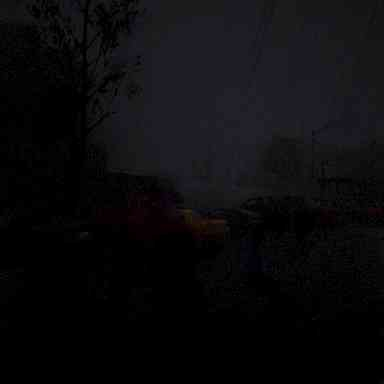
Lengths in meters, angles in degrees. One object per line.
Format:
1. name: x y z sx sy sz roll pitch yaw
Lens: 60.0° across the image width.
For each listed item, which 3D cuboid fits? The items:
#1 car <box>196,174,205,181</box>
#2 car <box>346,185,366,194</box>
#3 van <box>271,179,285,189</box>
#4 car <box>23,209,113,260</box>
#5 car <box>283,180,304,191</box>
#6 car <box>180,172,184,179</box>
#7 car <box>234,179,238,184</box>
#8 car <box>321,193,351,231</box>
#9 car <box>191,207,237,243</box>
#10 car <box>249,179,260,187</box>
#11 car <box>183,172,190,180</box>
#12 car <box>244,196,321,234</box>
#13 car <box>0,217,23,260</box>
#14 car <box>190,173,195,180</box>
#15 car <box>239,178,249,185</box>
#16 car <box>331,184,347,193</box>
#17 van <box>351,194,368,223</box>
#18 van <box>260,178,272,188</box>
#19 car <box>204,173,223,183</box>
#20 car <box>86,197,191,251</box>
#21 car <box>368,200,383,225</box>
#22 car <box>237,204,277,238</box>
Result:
1. car: 4.118 -3.708 85.116 2.435 2.045 5.566 7 3 34
2. car: 26.596 0.127 53.130 2.002 1.452 4.674 7 3 35
3. van: 17.941 -1.501 65.354 1.878 1.987 4.442 7 4 35
4. car: -5.575 1.523 12.571 4.792 1.488 2.163 -1 -1 35
5. car: 19.700 -1.002 62.991 2.231 1.521 4.892 7 3 35
6. car: -1.174 -4.372 92.402 2.435 2.045 5.566 1 -1 34
7. car: 11.069 -2.327 75.343 2.002 1.452 4.674 7 3 35
8. car: 6.741 1.263 21.227 5.566 2.045 2.435 -1 -1 35
9. car: -0.809 1.501 16.141 5.366 1.575 1.946 -1 -1 35
10. car: 14.641 -1.822 70.559 1.946 1.575 5.366 7 3 35
11. car: 0.596 -4.095 90.054 2.185 1.767 4.553 4 1 33
12. car: 4.227 1.259 19.523 5.566 2.045 2.435 -1 -1 35
13. car: -7.996 1.493 10.826 4.892 1.521 2.231 -1 -1 35
14. car: 2.325 -3.860 87.583 2.185 1.767 4.553 6 3 34
15. car: 12.810 -2.053 72.880 2.002 1.452 4.674 7 4 35
16. car: 24.906 -0.436 55.603 2.435 2.045 5.566 7 3 35
17. van: 9.281 1.292 22.896 4.442 1.987 1.878 -1 -1 35
18. van: 16.213 -1.774 67.827 1.878 1.987 4.442 7 4 35
19. car: 5.968 -3.186 82.856 1.946 1.575 5.366 7 3 34
20. car: -3.129 1.246 14.315 5.566 2.045 2.435 -1 -1 35
21. car: 11.691 1.398 24.645 4.553 1.767 2.185 -1 -1 35
22. car: 1.799 1.546 17.767 4.674 1.452 2.002 -1 -1 35
